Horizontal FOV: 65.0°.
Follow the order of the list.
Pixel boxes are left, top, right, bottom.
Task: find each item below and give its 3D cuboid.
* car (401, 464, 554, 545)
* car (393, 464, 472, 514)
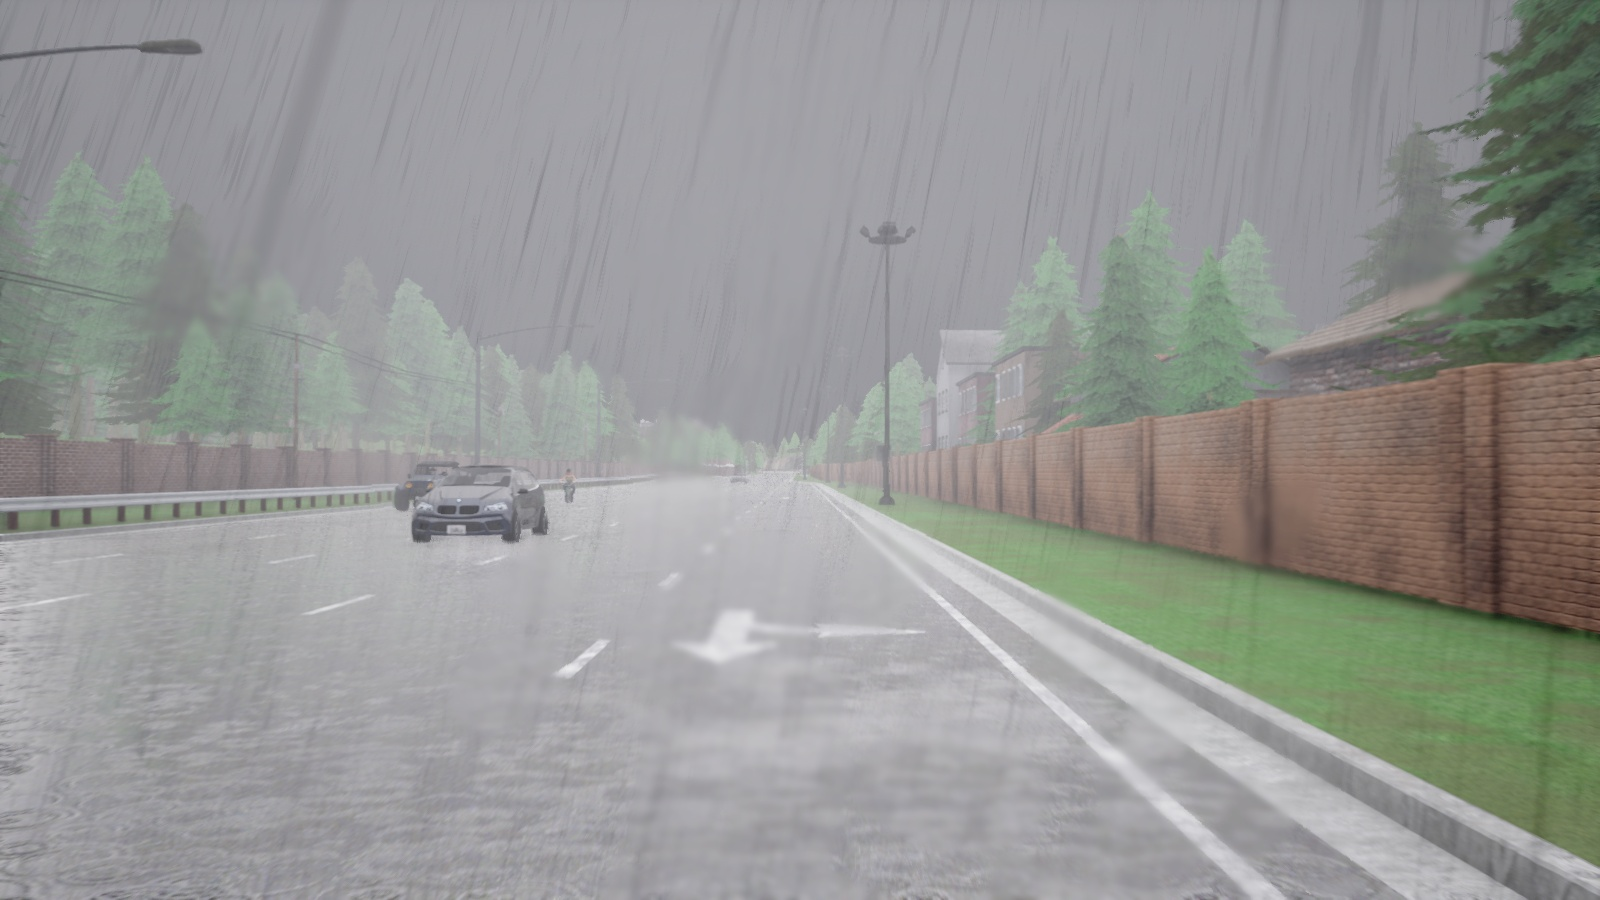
[{"bbox_3d":[-7.069,1.157,28.086,2.242,1.667,4.611,0,-1,0],"label":"car"},{"bbox_3d":[-14.119,1.477,48.437,1.905,1.878,3.866,0,-1,0],"label":"car"}]
